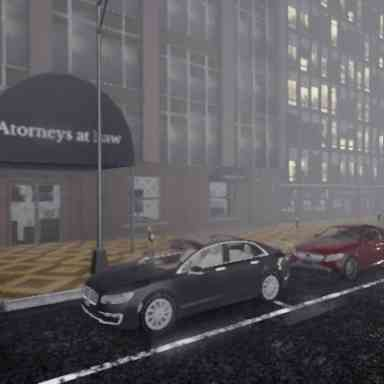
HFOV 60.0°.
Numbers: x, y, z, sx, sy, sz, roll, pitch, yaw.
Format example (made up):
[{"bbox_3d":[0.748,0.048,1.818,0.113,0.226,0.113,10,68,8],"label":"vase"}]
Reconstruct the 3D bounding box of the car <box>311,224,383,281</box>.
[{"bbox_3d":[4.734,1.624,9.927,4.206,1.307,1.802,0,-1,-35],"label":"car"}]

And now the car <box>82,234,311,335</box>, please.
[{"bbox_3d":[0.100,1.566,6.635,4.403,1.369,2.008,0,-1,-35],"label":"car"}]
